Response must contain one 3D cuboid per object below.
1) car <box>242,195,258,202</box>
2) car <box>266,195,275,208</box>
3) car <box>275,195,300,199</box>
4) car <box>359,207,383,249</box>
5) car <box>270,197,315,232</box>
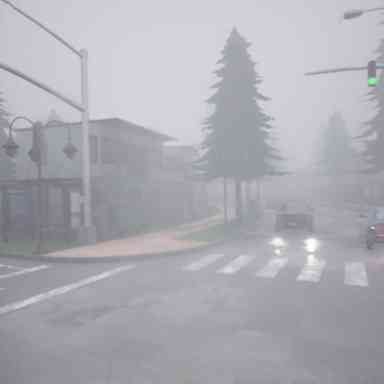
[{"bbox_3d":[10.358,1.169,60.017,1.994,1.385,4.181,-1,0,-18],"label":"car"},{"bbox_3d":[9.838,1.179,38.682,1.837,1.490,4.892,-1,0,3],"label":"car"},{"bbox_3d":[8.579,1.079,28.381,2.097,1.767,4.553,-1,0,11],"label":"car"},{"bbox_3d":[7.660,1.314,12.986,1.812,1.442,4.674,-1,0,23],"label":"car"},{"bbox_3d":[5.815,1.287,18.730,1.882,1.535,5.008,-1,0,20],"label":"car"}]
